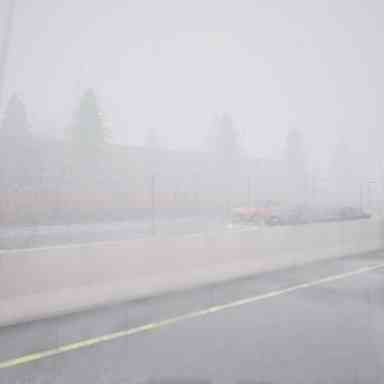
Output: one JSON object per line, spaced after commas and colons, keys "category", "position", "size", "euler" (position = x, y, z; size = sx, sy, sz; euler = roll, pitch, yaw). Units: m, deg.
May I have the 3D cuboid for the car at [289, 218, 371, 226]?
{"category": "car", "position": [7.847, 1.484, 18.190], "size": [5.008, 1.535, 1.882], "euler": [0, 0, -35]}
